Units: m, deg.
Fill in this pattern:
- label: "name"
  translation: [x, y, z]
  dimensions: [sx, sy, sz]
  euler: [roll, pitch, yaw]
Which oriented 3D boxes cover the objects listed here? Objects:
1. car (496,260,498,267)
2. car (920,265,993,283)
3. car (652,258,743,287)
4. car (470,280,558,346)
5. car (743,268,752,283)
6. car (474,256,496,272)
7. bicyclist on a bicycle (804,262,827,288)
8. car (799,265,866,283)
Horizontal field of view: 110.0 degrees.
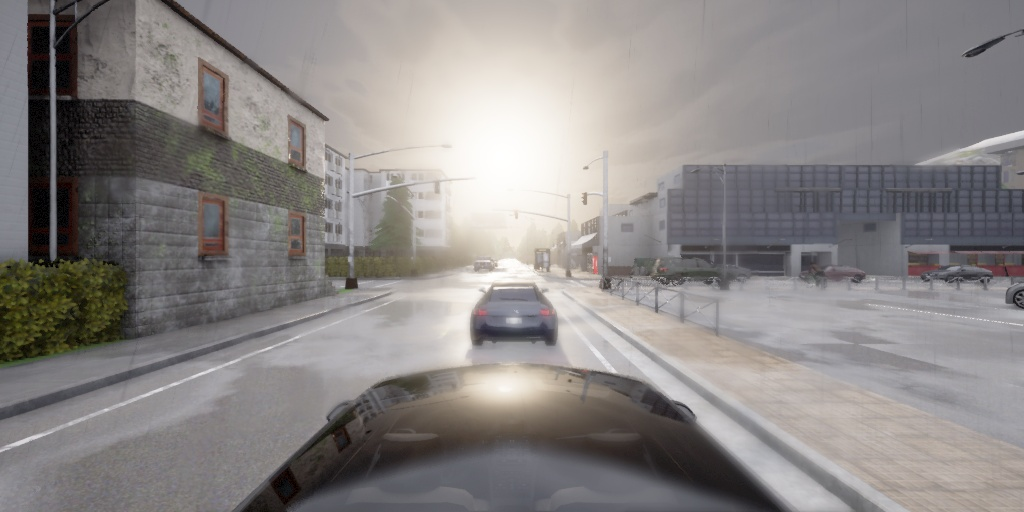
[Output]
- label: "car"
  translation: [-3.654, 1.351, 56.973]
  dimensions: [1.895, 1.301, 4.718]
  euler: [0, 0, 0]
- label: "car"
  translation: [36.708, 1.452, 29.612]
  dimensions: [4.674, 1.442, 1.812]
  euler: [0, 0, 0]
- label: "car"
  translation: [13.022, 1.146, 25.847]
  dimensions: [5.566, 2.045, 2.150]
  euler: [0, 0, 0]
- label: "car"
  translation: [0.053, 1.314, 9.463]
  dimensions: [1.994, 1.385, 4.181]
  euler: [0, 0, 0]
- label: "car"
  translation: [17.033, 1.418, 29.561]
  dimensions: [4.902, 1.511, 2.128]
  euler: [0, 0, 0]
- label: "car"
  translation: [-3.653, 0.972, 47.080]
  dimensions: [2.150, 2.045, 5.566]
  euler: [0, 0, 0]
- label: "bicyclist on a bicycle"
  translation: [18.689, 1.227, 22.084]
  dimensions: [0.582, 1.620, 1.656]
  euler: [0, 0, 0]
- label: "car"
  translation: [26.398, 1.452, 29.590]
  dimensions: [4.674, 1.442, 1.812]
  euler: [0, 0, 0]
